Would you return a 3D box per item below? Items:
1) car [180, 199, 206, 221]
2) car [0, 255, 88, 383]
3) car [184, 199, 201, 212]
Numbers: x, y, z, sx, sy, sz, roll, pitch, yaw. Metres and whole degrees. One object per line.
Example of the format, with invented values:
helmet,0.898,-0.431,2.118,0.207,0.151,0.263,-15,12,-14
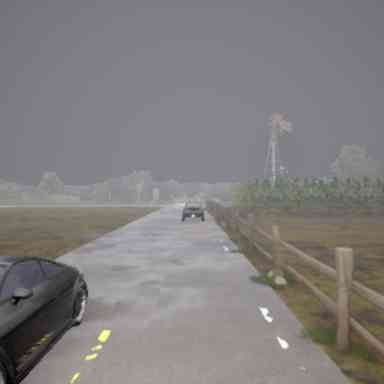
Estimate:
car,0.094,1.610,28.347,1.837,1.490,4.892,0,0,0
car,-2.845,1.570,4.281,1.994,1.385,4.181,0,0,0
car,0.078,1.709,43.147,2.128,1.511,4.902,0,0,0
